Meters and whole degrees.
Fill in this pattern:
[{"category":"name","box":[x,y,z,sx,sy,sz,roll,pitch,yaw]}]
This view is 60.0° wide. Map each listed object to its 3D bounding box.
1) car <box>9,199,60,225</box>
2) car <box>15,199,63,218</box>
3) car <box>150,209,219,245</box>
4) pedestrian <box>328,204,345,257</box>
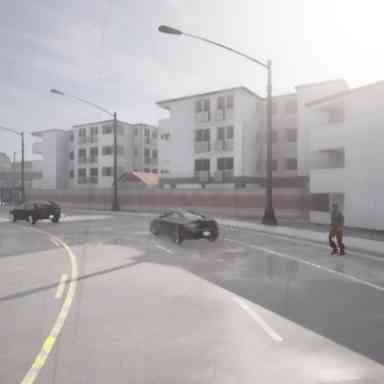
[{"category":"car","box":[-11.332,1.455,23.855,4.892,1.490,1.837,-1,-1,39]},{"category":"car","box":[-13.968,1.445,30.255,4.892,1.490,1.837,0,0,37]},{"category":"car","box":[-0.435,1.495,15.453,1.812,1.442,4.674,0,0,-26]},{"category":"pedestrian","box":[4.931,1.270,11.382,0.375,1.860,0.375,0,0,-18]}]
